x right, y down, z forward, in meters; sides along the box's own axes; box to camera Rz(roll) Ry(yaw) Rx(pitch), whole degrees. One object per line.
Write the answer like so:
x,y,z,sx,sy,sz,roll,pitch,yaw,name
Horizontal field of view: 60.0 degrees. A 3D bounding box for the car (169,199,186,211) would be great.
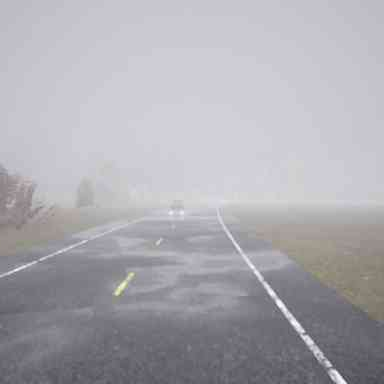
-1.888,1.735,44.993,1.837,1.490,4.892,0,-1,4,car
